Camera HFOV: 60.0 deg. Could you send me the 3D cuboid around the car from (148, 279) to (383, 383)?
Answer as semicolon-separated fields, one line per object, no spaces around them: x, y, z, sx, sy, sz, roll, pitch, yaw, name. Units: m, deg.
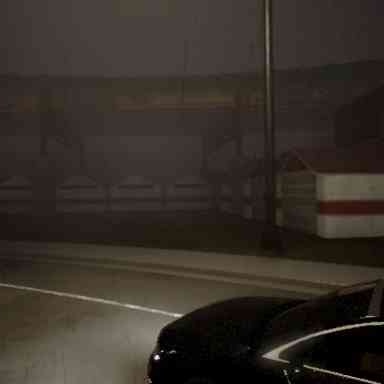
1.828;1.474;2.543;4.892;1.490;1.837;-1;-1;35;car
